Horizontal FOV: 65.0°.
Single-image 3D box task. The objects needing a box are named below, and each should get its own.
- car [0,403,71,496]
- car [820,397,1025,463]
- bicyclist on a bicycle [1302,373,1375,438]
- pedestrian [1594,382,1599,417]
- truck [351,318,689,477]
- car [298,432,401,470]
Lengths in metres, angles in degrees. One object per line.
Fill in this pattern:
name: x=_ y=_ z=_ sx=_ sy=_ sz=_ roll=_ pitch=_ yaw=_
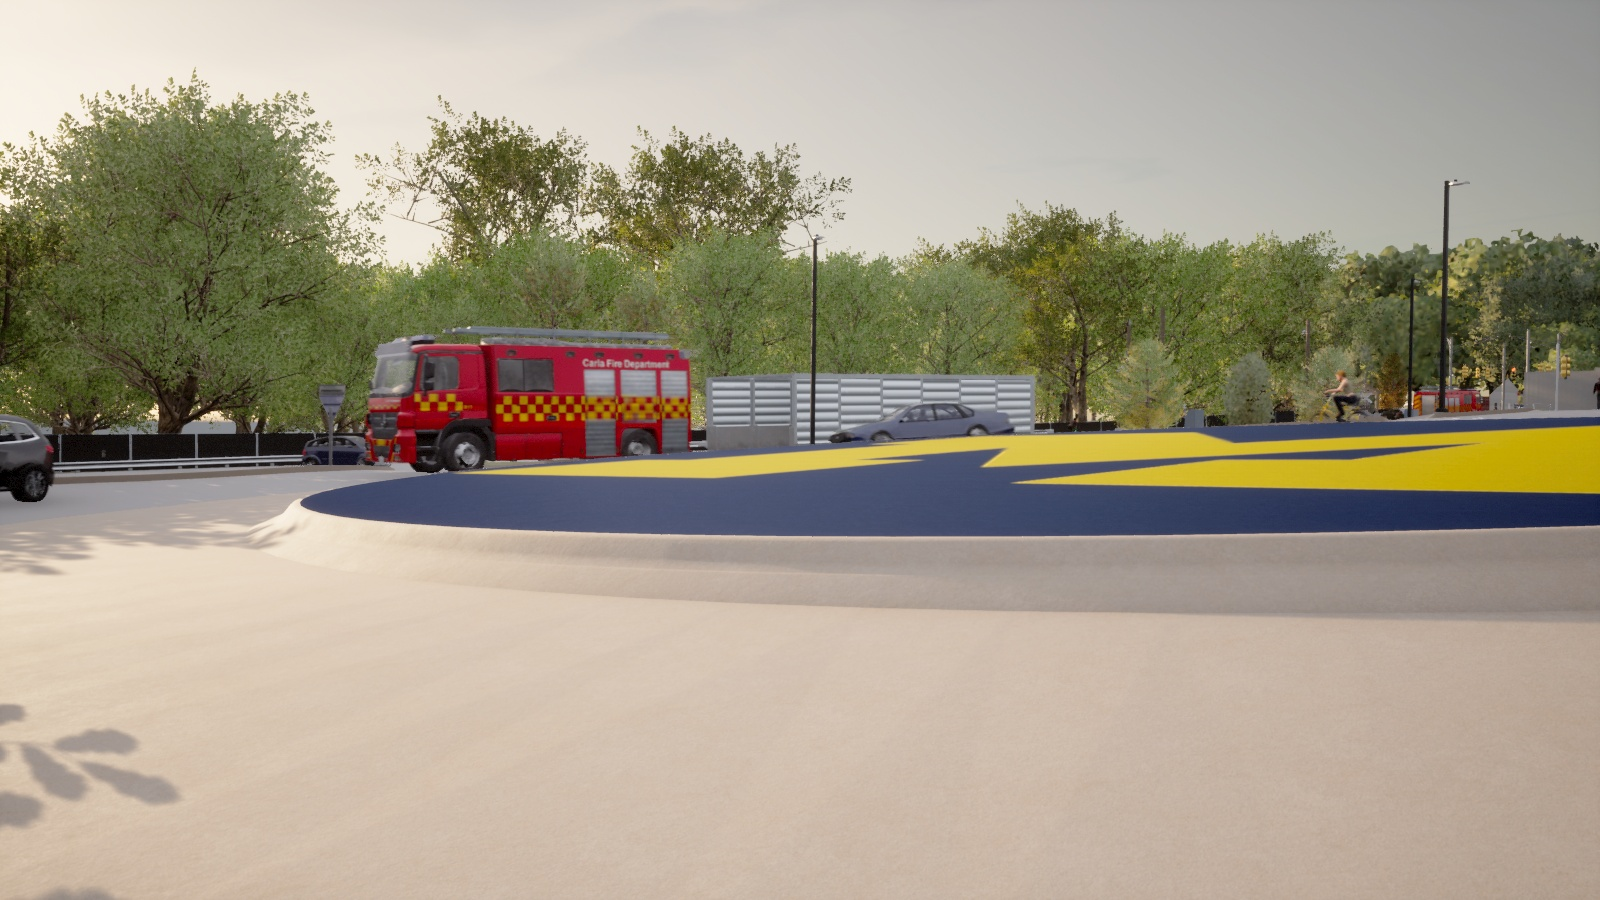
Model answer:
car: x=-15.482 y=-0.019 z=22.002 sx=2.242 sy=1.667 sz=4.611 roll=1 pitch=1 yaw=10
car: x=3.501 y=-0.569 z=35.953 sx=5.357 sy=1.411 sz=2.033 roll=-4 pitch=-3 yaw=-20
bicyclist on a bicycle: x=13.930 y=-1.140 z=32.470 sx=1.509 sy=1.612 sz=0.866 roll=-1 pitch=0 yaw=43
pedestrian: x=43.222 y=-2.732 z=67.768 sx=0.720 sy=1.854 sz=0.376 roll=0 pitch=1 yaw=-42
truck: x=-7.351 y=-1.368 z=33.907 sx=8.468 sy=3.827 sz=2.891 roll=-1 pitch=2 yaw=-38
car: x=-19.030 y=0.028 z=53.110 sx=3.705 sy=1.549 sz=1.789 roll=0 pitch=2 yaw=14
